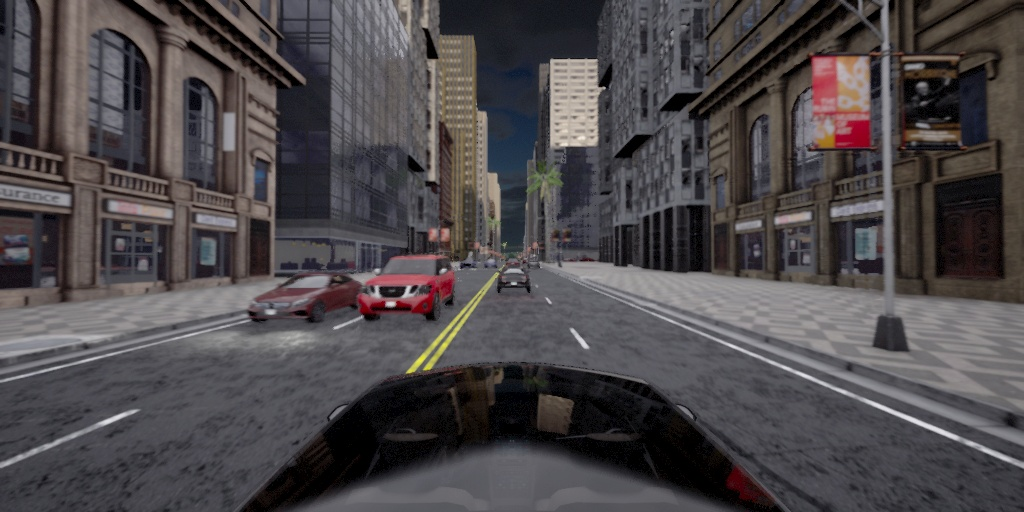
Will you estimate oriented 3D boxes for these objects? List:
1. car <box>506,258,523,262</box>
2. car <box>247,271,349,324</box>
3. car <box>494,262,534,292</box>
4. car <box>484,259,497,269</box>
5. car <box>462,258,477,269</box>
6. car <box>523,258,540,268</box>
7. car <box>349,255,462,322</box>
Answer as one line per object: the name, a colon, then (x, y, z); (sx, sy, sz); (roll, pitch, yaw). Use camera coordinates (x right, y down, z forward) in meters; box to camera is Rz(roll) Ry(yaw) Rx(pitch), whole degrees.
car: (0.108, 1.036, 52.338); (2.097, 1.767, 4.553); (0, 0, 0)
car: (-6.597, 1.272, 12.132); (1.812, 1.442, 4.674); (0, 0, 0)
car: (0.101, 1.260, 21.075); (1.812, 1.442, 4.674); (0, 0, 0)
car: (-3.292, 1.209, 55.775); (1.812, 1.442, 4.674); (0, 0, 1)
car: (-6.545, 1.036, 54.472); (2.097, 1.767, 4.553); (0, 0, 1)
car: (3.359, 1.175, 57.276); (2.128, 1.511, 4.902); (0, 0, 0)
car: (-3.348, 0.968, 12.665); (2.150, 2.045, 5.566); (0, 0, 0)
